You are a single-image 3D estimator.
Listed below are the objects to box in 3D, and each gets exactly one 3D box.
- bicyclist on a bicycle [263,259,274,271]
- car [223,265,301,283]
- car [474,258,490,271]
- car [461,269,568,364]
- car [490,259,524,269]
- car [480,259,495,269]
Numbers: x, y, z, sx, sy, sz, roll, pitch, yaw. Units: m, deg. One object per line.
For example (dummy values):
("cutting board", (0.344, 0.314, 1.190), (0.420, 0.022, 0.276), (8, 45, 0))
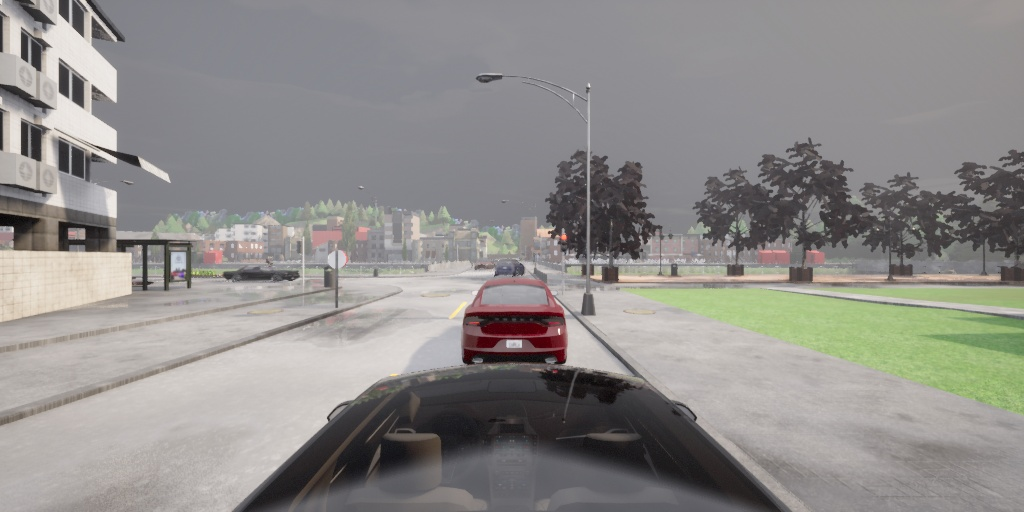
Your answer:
("bicyclist on a bicycle", (-24.011, 1.099, 35.296), (0.582, 1.620, 1.656), (0, 0, 0))
("car", (-18.631, 1.351, 26.891), (4.718, 1.301, 1.895), (0, 0, 0))
("car", (-4.074, 1.102, 50.297), (2.097, 1.767, 4.553), (0, 0, 0))
("car", (0.055, 1.228, 8.097), (1.882, 1.535, 5.008), (0, 0, 0))
("car", (-0.177, 1.102, 35.158), (2.097, 1.767, 4.553), (0, 0, 14))
("car", (-4.055, 1.241, 59.541), (2.128, 1.511, 4.902), (0, 0, 0))
